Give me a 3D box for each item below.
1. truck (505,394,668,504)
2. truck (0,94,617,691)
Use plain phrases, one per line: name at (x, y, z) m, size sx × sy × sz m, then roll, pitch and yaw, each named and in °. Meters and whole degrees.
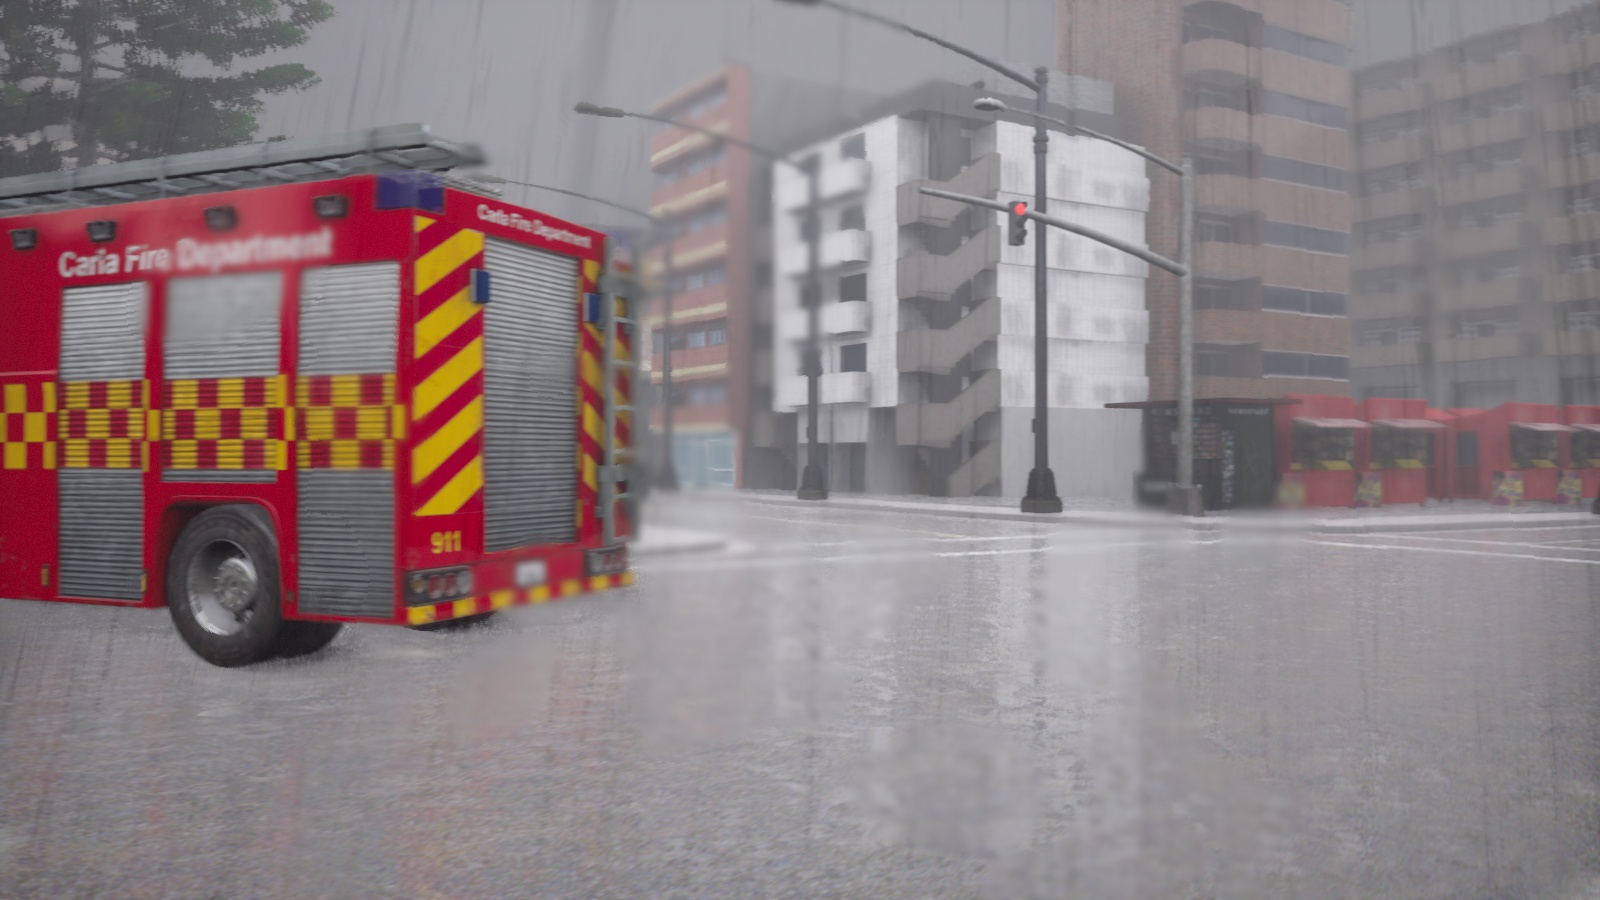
truck at (-7.627, -0.010, 43.819) m, size 2.891 × 3.462 × 7.936 m, roll 0°, pitch 0°, yaw -31°
truck at (-6.019, -0.344, 11.093) m, size 8.468 × 3.827 × 2.891 m, roll 0°, pitch 0°, yaw 24°
